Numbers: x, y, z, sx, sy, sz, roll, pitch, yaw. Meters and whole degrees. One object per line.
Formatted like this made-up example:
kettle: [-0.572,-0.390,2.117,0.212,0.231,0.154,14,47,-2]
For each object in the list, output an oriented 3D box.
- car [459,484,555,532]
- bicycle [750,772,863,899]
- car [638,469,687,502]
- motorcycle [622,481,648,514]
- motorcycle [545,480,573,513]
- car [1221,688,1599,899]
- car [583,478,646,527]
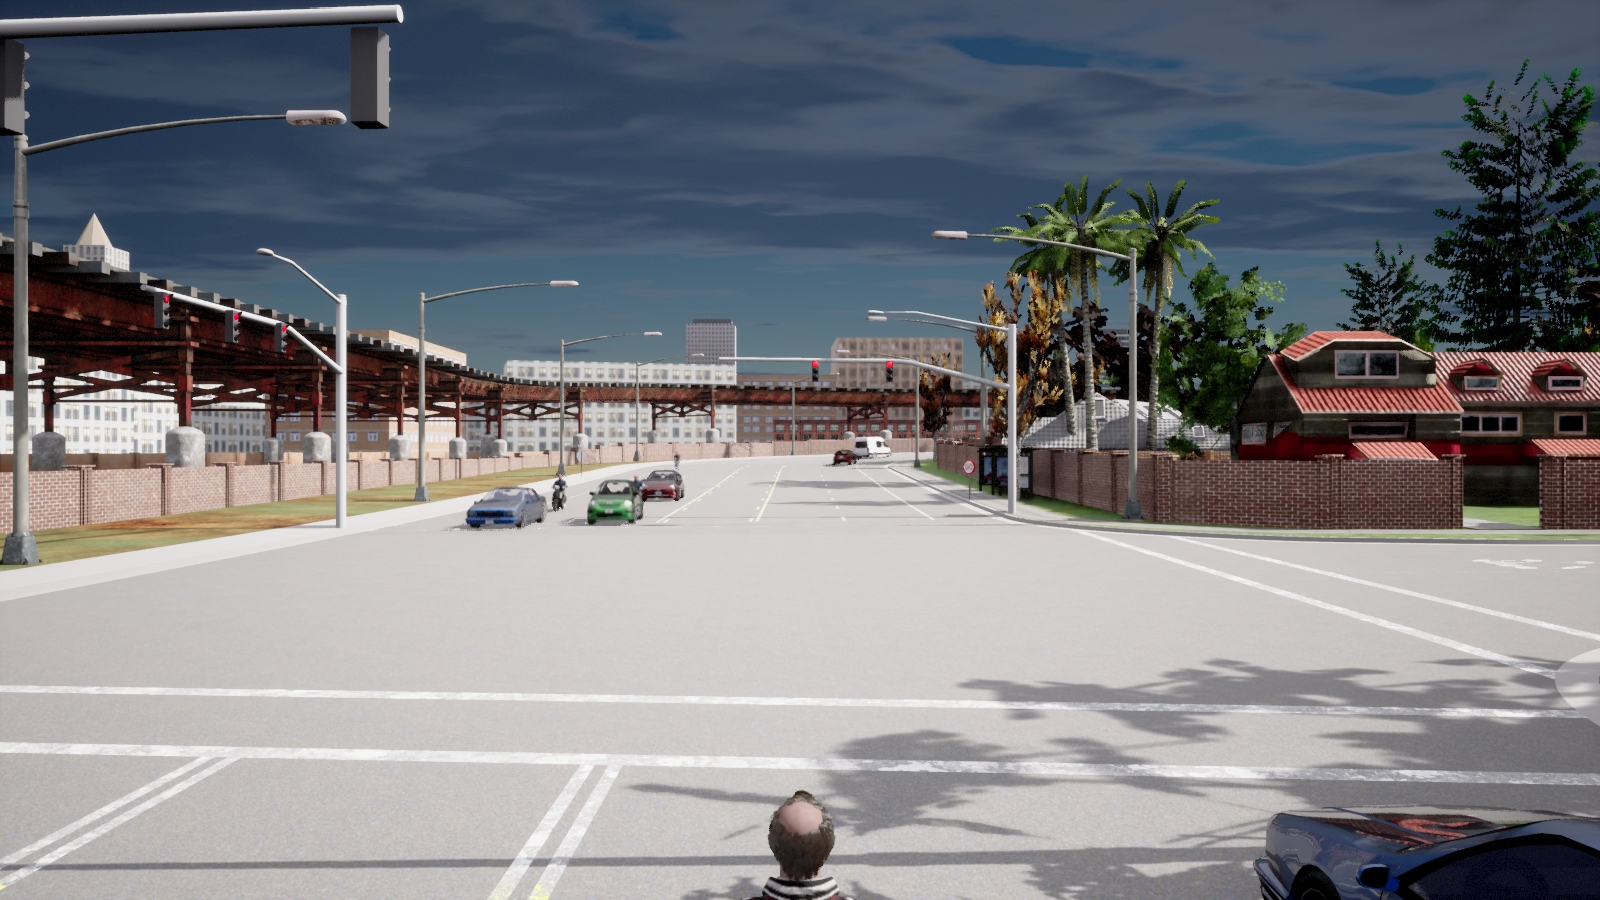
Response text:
car: [-10.516,2.052,41.451,2.033,1.411,5.357,0,0,1]
bicycle: [0.019,2.048,3.681,0.329,1.496,1.835,0,0,0]
car: [-7.040,1.809,58.971,2.007,1.525,4.514,0,1,0]
motorcycle: [-7.044,2.016,48.980,0.856,1.341,1.805,0,1,0]
motorcycle: [-10.514,2.008,49.919,0.856,1.341,1.805,0,1,0]
car: [3.467,2.106,4.038,2.033,1.411,5.357,0,0,1]
car: [-6.925,1.935,43.004,1.851,1.617,3.988,0,0,-2]
